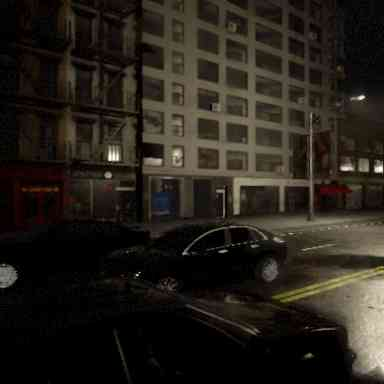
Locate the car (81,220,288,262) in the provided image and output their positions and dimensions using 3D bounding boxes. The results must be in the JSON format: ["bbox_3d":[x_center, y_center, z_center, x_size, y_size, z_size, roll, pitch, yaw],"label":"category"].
[{"bbox_3d":[0.203,1.476,7.825,4.892,1.490,1.837,0,0,-36],"label":"car"}]

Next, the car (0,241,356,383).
[{"bbox_3d":[-0.792,1.541,2.874,5.357,1.411,2.033,0,0,-36],"label":"car"}]

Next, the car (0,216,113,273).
[{"bbox_3d":[-3.487,1.463,9.183,5.008,1.535,1.882,0,0,-36],"label":"car"}]
